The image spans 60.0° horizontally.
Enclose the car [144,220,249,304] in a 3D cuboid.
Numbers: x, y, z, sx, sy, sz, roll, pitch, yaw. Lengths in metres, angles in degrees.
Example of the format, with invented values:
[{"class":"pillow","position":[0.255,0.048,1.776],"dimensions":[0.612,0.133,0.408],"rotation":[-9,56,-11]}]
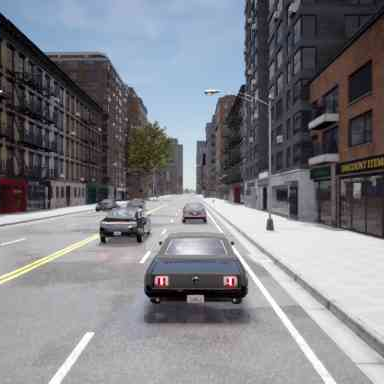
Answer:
[{"class":"car","position":[0.111,1.602,8.101],"dimensions":[1.895,1.301,4.718],"rotation":[0,0,1]}]

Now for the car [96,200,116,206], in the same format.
[{"class":"car","position":[-9.762,1.592,38.544],"dimensions":[1.994,1.385,4.181],"rotation":[0,0,0]}]

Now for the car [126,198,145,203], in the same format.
[{"class":"car","position":[-6.512,1.533,38.865],"dimensions":[1.837,1.490,4.892],"rotation":[0,0,0]}]

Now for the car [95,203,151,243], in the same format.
[{"class":"car","position":[-3.110,1.497,16.151],"dimensions":[2.128,1.511,4.902],"rotation":[0,0,-1]}]

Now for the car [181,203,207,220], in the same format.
[{"class":"car","position":[0.164,1.560,25.863],"dimensions":[2.033,1.411,5.357],"rotation":[0,0,-1]}]
